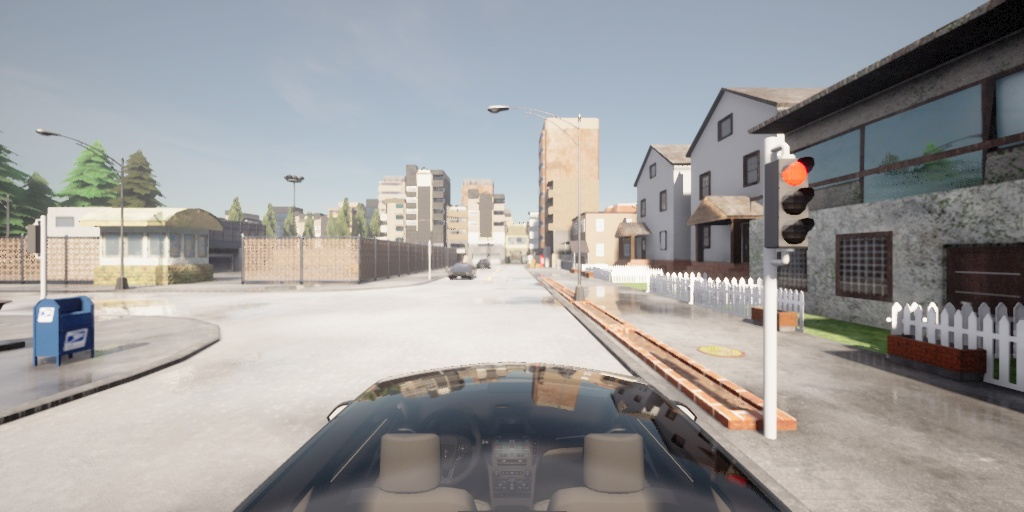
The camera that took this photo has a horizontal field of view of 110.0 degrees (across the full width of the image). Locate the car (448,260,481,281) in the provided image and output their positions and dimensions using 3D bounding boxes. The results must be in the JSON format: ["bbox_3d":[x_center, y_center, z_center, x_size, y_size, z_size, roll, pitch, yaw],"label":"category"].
[{"bbox_3d":[-4.108,1.262,30.448,2.033,1.411,5.357,0,0,0],"label":"car"}]

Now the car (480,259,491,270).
[{"bbox_3d":[-4.085,1.195,52.284,1.837,1.490,4.892,0,-1,0],"label":"car"}]
